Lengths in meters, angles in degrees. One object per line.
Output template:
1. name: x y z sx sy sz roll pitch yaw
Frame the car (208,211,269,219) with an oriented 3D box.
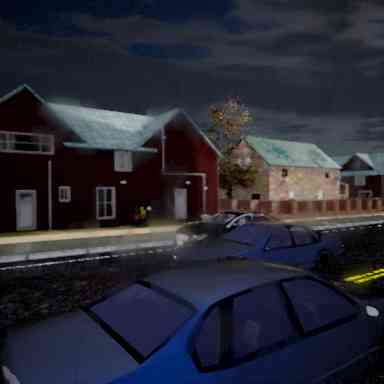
1. car: 1.594 1.491 12.779 4.902 1.511 2.128 0 0 -35

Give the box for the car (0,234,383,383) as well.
1. car: 0.655 1.547 3.907 5.357 1.411 2.033 0 0 -35

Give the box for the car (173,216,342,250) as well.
1. car: 2.062 1.549 9.130 5.357 1.411 2.033 0 0 -35
